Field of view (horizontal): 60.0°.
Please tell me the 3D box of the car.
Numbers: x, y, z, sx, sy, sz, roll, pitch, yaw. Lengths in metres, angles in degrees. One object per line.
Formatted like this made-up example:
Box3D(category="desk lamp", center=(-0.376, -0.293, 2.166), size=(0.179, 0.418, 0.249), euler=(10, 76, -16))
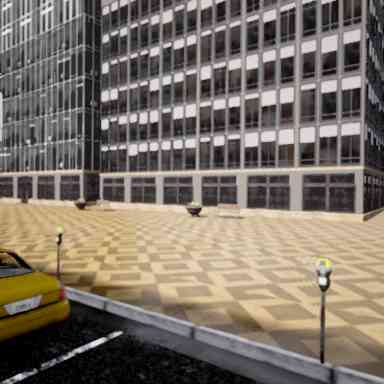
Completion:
Box3D(category="car", center=(-4.137, 1.475, 5.819), size=(4.829, 1.417, 1.752), euler=(1, 1, 36))
